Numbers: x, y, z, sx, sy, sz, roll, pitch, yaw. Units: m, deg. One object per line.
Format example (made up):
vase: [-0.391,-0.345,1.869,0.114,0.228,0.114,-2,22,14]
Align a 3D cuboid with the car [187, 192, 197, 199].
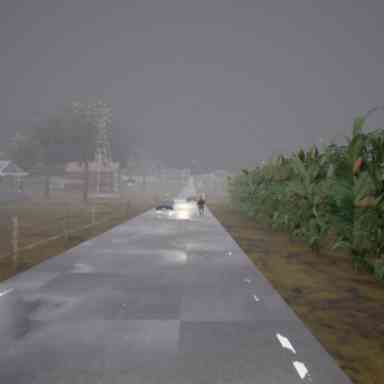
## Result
car: [-0.010,0.855,75.401,2.128,1.511,4.902,0,1,0]

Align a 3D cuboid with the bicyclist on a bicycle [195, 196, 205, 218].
bicyclist on a bicycle: [0.752,1.194,26.474,0.659,1.776,1.843,0,1,0]

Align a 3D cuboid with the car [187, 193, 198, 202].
car: [0.044,1.021,58.278,2.128,1.511,4.902,0,1,0]

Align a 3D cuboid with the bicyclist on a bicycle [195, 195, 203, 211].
bicyclist on a bicycle: [0.761,1.181,35.519,0.866,1.612,1.509,0,0,0]

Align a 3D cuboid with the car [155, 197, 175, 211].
car: [-2.848,1.284,36.418,2.033,1.411,5.357,0,1,0]
